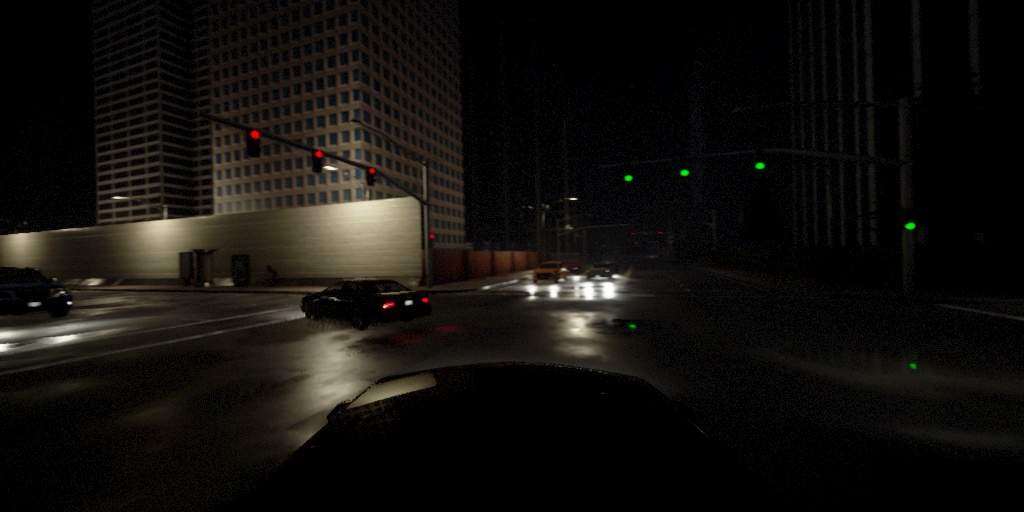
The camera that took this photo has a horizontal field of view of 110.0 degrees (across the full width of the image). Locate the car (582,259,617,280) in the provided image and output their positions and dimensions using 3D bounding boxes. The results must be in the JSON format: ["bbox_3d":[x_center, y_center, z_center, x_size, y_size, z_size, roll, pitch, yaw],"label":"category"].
[{"bbox_3d":[7.155,1.203,28.955,1.895,1.301,4.718,-1,0,20],"label":"car"}]

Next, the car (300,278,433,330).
[{"bbox_3d":[-4.909,1.424,11.714,5.357,1.411,2.033,-1,0,38],"label":"car"}]

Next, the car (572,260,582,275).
[{"bbox_3d":[6.139,1.154,36.527,1.812,1.442,4.674,-1,0,20],"label":"car"}]

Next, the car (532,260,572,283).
[{"bbox_3d":[3.004,1.185,27.729,1.882,1.535,5.008,-1,0,20],"label":"car"}]

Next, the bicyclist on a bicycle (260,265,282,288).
[{"bbox_3d":[-17.309,1.471,25.722,0.582,1.620,1.656,-1,0,20],"label":"bicyclist on a bicycle"}]

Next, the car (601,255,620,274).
[{"bbox_3d":[10.199,1.016,37.490,2.128,1.511,4.902,-1,0,20],"label":"car"}]

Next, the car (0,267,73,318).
[{"bbox_3d":[-19.906,1.457,13.927,5.566,2.045,2.150,-1,0,20],"label":"car"}]
